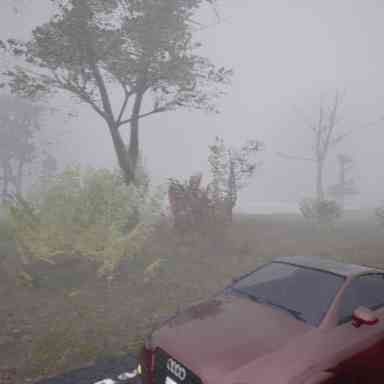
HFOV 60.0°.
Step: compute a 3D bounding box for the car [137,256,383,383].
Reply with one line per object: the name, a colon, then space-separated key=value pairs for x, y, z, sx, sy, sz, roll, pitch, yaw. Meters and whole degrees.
car: x=1.467 y=1.566 z=4.099 sx=4.181 sy=1.385 sz=1.994 roll=0 pitch=0 yaw=-35
